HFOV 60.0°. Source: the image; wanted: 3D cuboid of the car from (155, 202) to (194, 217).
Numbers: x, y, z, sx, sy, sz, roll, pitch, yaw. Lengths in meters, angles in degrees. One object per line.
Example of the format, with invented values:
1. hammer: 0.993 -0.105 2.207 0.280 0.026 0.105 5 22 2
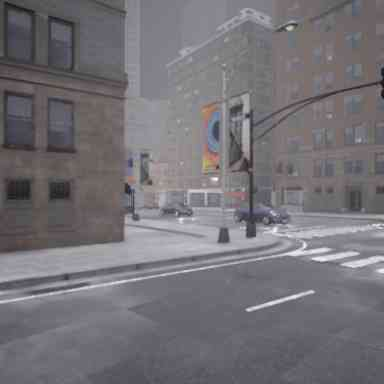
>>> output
1. car: -1.698 1.858 35.694 1.837 1.490 4.892 0 0 -36

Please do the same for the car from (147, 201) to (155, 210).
1. car: -7.014 2.176 54.584 1.994 1.385 4.181 0 -1 -35

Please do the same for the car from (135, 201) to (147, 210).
1. car: -9.505 2.203 52.522 1.895 1.301 4.718 0 -1 -35

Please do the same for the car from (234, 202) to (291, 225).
1. car: 5.373 1.550 25.735 2.097 1.767 4.553 0 -1 -35
